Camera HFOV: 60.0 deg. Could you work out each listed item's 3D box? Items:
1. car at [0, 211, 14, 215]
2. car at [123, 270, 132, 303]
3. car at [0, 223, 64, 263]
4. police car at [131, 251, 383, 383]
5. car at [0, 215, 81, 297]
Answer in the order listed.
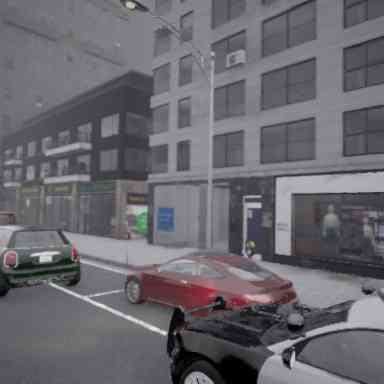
[{"bbox_3d":[-11.493,2.002,18.890,5.009,1.841,2.192,-2,-4,45],"label":"car"},{"bbox_3d":[0.206,1.953,7.247,4.206,1.307,1.802,-2,-4,45],"label":"car"},{"bbox_3d":[-7.596,2.163,15.001,4.206,1.307,1.802,-2,-4,45],"label":"car"},{"bbox_3d":[1.820,1.620,2.899,5.238,1.638,1.930,-2,-4,45],"label":"police car"},{"bbox_3d":[-5.171,1.734,9.852,4.553,1.767,2.097,-2,-4,45],"label":"car"}]
